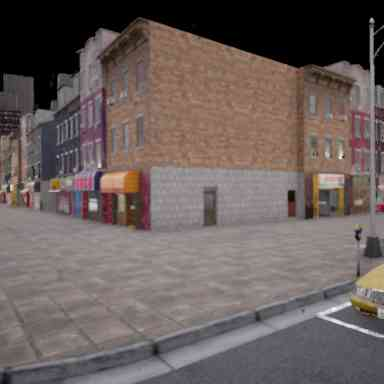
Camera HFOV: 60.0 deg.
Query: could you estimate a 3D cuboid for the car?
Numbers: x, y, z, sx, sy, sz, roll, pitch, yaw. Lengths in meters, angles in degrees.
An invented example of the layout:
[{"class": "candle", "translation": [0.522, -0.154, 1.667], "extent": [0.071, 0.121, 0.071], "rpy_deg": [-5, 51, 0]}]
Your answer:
[{"class": "car", "translation": [4.825, 1.468, 6.258], "extent": [4.829, 1.417, 1.752], "rpy_deg": [-1, 0, -36]}]
